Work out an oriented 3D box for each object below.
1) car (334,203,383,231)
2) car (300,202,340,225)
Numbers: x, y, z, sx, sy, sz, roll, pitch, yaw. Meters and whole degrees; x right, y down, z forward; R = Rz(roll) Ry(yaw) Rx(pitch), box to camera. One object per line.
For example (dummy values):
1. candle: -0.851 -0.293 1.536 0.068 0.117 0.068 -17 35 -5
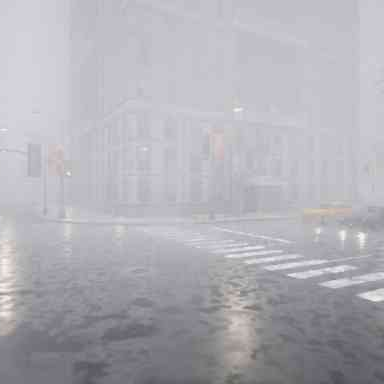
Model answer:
1. car: 11.729 1.547 20.940 5.357 1.411 2.033 0 0 -29
2. car: 10.041 1.478 24.001 5.008 1.535 1.882 0 0 -29
